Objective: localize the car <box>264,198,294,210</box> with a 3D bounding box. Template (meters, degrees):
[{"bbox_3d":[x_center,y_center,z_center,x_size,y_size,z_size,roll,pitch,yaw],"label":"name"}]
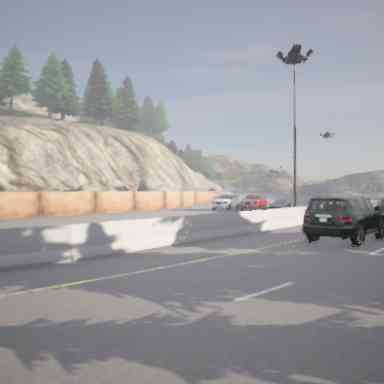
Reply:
[{"bbox_3d":[10.115,1.506,37.377,2.033,1.411,5.357,0,0,29],"label":"car"}]

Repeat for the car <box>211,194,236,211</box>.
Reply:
[{"bbox_3d":[4.340,1.229,41.359,2.150,2.045,5.566,0,0,27],"label":"car"}]

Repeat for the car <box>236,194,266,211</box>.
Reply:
[{"bbox_3d":[7.472,1.239,39.793,2.150,2.045,5.566,0,0,27],"label":"car"}]

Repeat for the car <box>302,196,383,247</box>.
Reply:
[{"bbox_3d":[7.049,1.186,15.189,2.150,2.045,5.566,0,0,43],"label":"car"}]
